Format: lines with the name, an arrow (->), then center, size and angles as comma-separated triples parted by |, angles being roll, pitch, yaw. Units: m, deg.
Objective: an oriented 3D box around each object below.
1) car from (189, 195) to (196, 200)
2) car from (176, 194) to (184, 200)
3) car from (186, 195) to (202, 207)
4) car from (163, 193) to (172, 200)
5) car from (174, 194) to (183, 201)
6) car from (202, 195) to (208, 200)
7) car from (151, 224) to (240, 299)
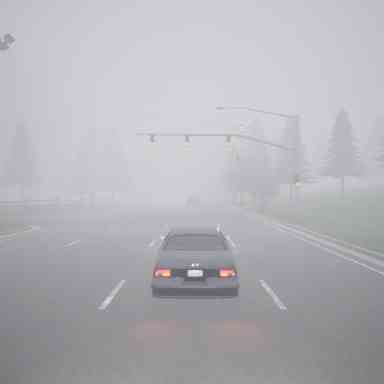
car -> 0.135, 1.540, 94.167 | 2.033, 1.411, 5.357 | 0, 0, 0
car -> -3.365, 1.358, 93.759 | 2.128, 1.511, 4.902 | 0, 0, 0
car -> 0.073, 1.352, 52.691 | 2.097, 1.767, 4.553 | 0, 0, 0
car -> -6.865, 1.225, 94.207 | 2.150, 2.045, 5.566 | 0, 0, 0
car -> -3.380, 1.517, 83.755 | 1.812, 1.442, 4.674 | 0, 0, 0
car -> 3.635, 1.500, 94.162 | 1.837, 1.490, 4.892 | 0, 0, 0
car -> 0.078, 1.547, 8.652 | 2.033, 1.411, 5.357 | 0, 0, 1
